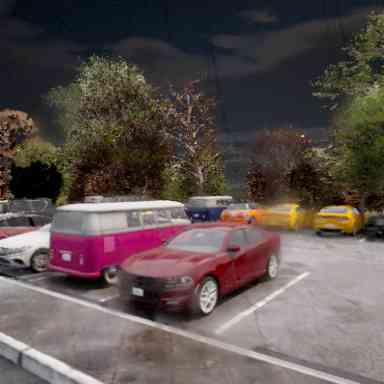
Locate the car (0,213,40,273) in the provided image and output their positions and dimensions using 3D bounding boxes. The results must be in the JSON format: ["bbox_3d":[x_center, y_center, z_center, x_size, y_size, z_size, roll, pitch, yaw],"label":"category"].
[{"bbox_3d":[-4.028,1.552,11.139,2.002,1.452,4.674,0,0,36],"label":"car"}]

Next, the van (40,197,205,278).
[{"bbox_3d":[-1.703,1.276,9.619,1.878,1.987,4.442,0,0,36],"label":"van"}]

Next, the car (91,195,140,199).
[{"bbox_3d":[-5.265,1.307,28.127,2.435,2.045,5.566,-1,0,36],"label":"car"}]

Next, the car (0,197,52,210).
[{"bbox_3d":[-8.565,1.280,14.342,2.435,2.045,5.566,0,0,36],"label":"car"}]

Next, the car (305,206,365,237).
[{"bbox_3d":[8.240,1.491,18.441,2.097,1.535,5.008,0,0,36],"label":"car"}]

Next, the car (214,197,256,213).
[{"bbox_3d":[3.715,1.385,21.640,2.185,1.767,4.553,0,0,36],"label":"car"}]

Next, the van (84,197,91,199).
[{"bbox_3d":[-7.566,1.360,29.881,1.878,1.987,4.442,-1,0,36],"label":"van"}]

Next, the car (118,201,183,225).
[{"bbox_3d":[-3.134,1.539,26.344,1.946,1.575,5.366,0,0,36],"label":"car"}]

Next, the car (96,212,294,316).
[{"bbox_3d":[0.492,1.492,7.914,2.097,1.535,5.008,0,0,36],"label":"car"}]

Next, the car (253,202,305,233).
[{"bbox_3d":[5.884,1.501,20.124,2.097,1.535,5.008,0,0,36],"label":"car"}]

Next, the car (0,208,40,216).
[{"bbox_3d":[-6.271,1.551,12.774,2.163,1.488,4.792,0,0,36],"label":"car"}]

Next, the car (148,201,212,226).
[{"bbox_3d":[-0.778,1.532,24.881,2.231,1.521,4.892,0,0,36],"label":"car"}]

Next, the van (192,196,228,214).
[{"bbox_3d":[1.547,1.295,23.371,1.878,1.987,4.442,0,0,36],"label":"van"}]

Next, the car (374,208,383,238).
[{"bbox_3d":[10.494,1.482,16.830,2.231,1.521,4.892,0,0,36],"label":"car"}]
